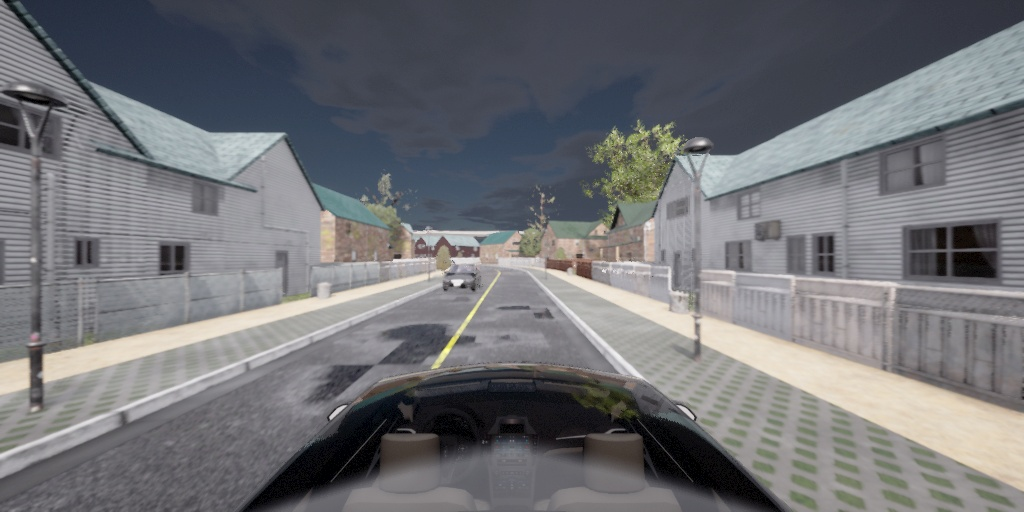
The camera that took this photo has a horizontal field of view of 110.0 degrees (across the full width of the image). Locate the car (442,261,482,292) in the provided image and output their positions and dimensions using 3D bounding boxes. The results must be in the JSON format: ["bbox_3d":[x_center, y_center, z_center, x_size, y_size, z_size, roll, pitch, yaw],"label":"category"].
[{"bbox_3d":[-2.859,1.241,21.174,2.128,1.511,4.902,0,0,0],"label":"car"}]

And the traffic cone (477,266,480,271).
[{"bbox_3d":[-3.942,1.692,42.524,0.340,0.580,0.340,0,0,-2],"label":"traffic cone"}]

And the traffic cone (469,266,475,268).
[{"bbox_3d":[-4.022,1.527,34.617,0.340,0.580,0.340,0,0,16],"label":"traffic cone"}]
